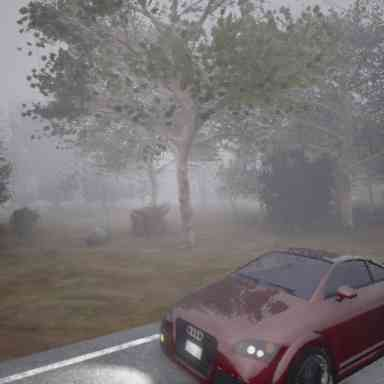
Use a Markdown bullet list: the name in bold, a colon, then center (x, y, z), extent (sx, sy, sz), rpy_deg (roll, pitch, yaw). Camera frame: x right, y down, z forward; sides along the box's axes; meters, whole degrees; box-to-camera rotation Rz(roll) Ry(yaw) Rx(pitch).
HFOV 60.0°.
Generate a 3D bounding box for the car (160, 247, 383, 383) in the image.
- **car**: center (1.640, 1.567, 4.856), extent (4.181, 1.385, 1.994), rpy_deg (0, 0, -36)
